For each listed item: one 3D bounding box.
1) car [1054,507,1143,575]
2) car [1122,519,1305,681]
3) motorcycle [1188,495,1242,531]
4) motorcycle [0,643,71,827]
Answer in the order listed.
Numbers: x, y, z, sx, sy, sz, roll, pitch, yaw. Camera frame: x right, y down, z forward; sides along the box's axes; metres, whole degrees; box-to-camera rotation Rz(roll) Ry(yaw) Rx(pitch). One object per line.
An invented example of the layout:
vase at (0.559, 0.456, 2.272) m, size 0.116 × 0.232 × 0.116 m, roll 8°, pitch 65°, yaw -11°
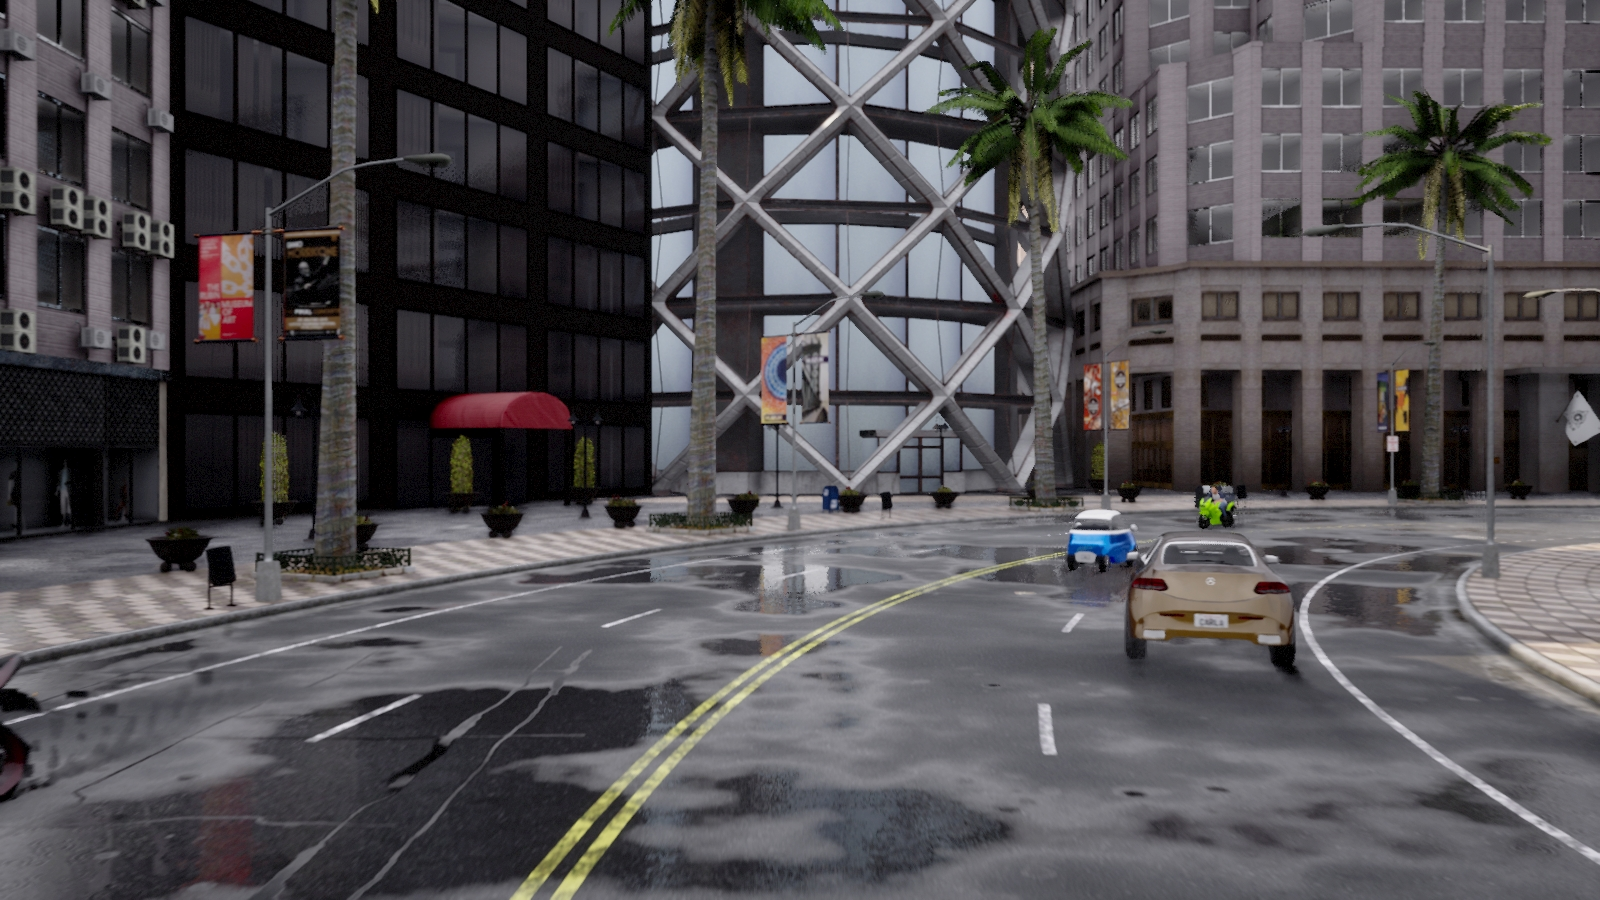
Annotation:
car at (7.088, 2.120, 27.067) m, size 1.481 × 1.376 × 2.207 m, roll 0°, pitch 0°, yaw 31°
car at (5.878, 1.992, 16.676) m, size 2.152 × 1.651 × 5.027 m, roll 0°, pitch 0°, yaw 17°
motorcycle at (14.701, 2.213, 40.449) m, size 2.033 × 1.145 × 0.803 m, roll 0°, pitch 0°, yaw -36°
motorcycle at (-6.477, 2.205, 8.225) m, size 0.867 × 1.251 × 2.209 m, roll 0°, pitch 0°, yaw 6°
